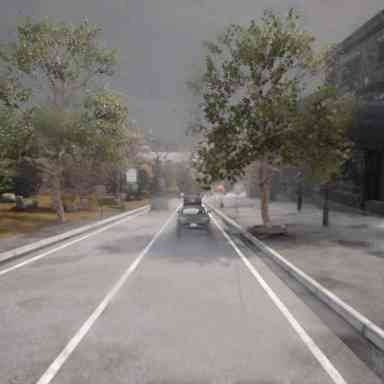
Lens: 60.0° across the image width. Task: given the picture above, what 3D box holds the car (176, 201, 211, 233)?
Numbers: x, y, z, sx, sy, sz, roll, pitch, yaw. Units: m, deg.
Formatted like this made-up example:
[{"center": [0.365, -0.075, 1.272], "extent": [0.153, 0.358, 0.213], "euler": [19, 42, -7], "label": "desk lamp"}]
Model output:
[{"center": [0.083, 1.490, 19.079], "extent": [1.812, 1.442, 4.674], "euler": [0, 0, 0], "label": "car"}]

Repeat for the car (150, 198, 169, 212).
[{"center": [-3.622, 1.436, 37.939], "extent": [1.837, 1.490, 4.892], "euler": [0, 0, 0], "label": "car"}]

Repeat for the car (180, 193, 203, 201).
[{"center": [0.066, 1.148, 39.782], "extent": [2.150, 2.045, 5.566], "euler": [0, 0, 0], "label": "car"}]

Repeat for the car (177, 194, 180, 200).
[{"center": [-2.225, 1.095, 78.402], "extent": [1.812, 1.442, 4.674], "euler": [1, 1, 8], "label": "car"}]
